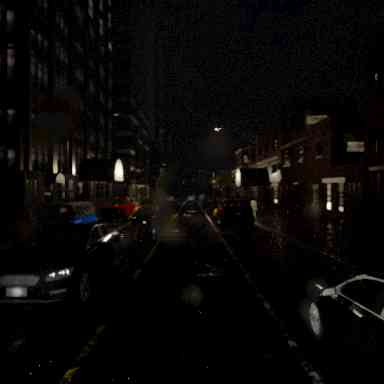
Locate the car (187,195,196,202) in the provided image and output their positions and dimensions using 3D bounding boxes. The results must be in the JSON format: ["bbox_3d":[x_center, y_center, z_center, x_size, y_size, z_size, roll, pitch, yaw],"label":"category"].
[{"bbox_3d":[-0.129,1.455,76.921,1.837,1.490,4.892,0,0,0],"label":"car"}]

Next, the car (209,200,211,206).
[{"bbox_3d":[2.633,1.570,26.819,1.752,1.417,4.829,-1,0,0],"label":"car"}]

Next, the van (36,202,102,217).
[{"bbox_3d":[-5.731,1.367,15.576,1.690,1.788,3.998,-1,0,0],"label":"van"}]

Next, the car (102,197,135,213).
[{"bbox_3d":[-5.750,1.359,26.645,2.192,1.841,5.009,-1,0,0],"label":"car"}]

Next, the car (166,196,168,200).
[{"bbox_3d":[-5.802,1.623,59.683,1.752,1.417,4.829,-1,0,0],"label":"car"}]

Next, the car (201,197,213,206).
[{"bbox_3d":[2.578,1.664,59.855,1.947,1.339,4.313,-1,0,0],"label":"car"}]

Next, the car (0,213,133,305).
[{"bbox_3d":[-3.064,1.506,8.302,2.128,1.511,4.902,0,0,0],"label":"car"}]

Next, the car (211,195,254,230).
[{"bbox_3d":[2.639,1.350,21.115,2.192,1.841,5.009,-1,0,0],"label":"car"}]

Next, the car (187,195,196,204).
[{"bbox_3d":[-0.112,1.655,66.636,2.033,1.411,5.357,0,0,0],"label":"car"}]

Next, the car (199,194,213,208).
[{"bbox_3d":[2.593,1.395,48.788,2.192,1.841,5.009,-1,0,0],"label":"car"}]

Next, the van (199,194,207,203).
[{"bbox_3d":[2.547,1.466,76.459,1.690,1.788,3.998,-1,0,0],"label":"van"}]

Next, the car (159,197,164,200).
[{"bbox_3d":[-5.793,1.614,54.149,1.752,1.417,4.829,-1,0,0],"label":"car"}]

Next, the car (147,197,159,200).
[{"bbox_3d":[-5.775,1.616,43.249,1.887,1.381,4.507,-1,0,0],"label":"car"}]

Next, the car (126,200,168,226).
[{"bbox_3d":[-3.075,1.588,24.257,2.033,1.411,5.357,0,0,0],"label":"car"}]

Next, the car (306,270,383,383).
[{"bbox_3d":[2.683,1.558,3.775,2.008,1.369,4.403,-1,0,0],"label":"car"}]

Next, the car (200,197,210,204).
[{"bbox_3d":[2.569,1.689,65.390,1.802,1.307,4.206,-1,0,0],"label":"car"}]

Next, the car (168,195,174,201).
[{"bbox_3d":[-5.850,1.583,87.528,1.967,1.590,4.097,-1,0,0],"label":"car"}]
